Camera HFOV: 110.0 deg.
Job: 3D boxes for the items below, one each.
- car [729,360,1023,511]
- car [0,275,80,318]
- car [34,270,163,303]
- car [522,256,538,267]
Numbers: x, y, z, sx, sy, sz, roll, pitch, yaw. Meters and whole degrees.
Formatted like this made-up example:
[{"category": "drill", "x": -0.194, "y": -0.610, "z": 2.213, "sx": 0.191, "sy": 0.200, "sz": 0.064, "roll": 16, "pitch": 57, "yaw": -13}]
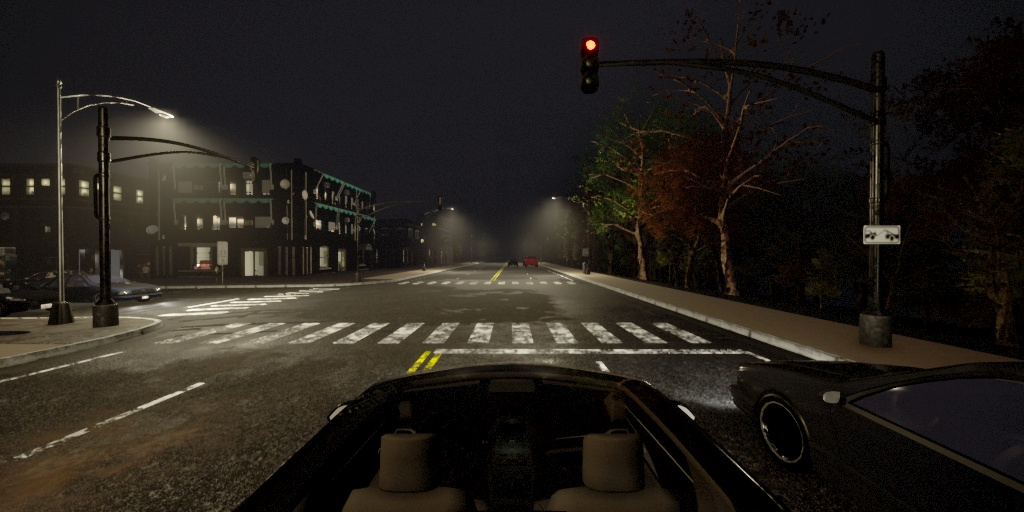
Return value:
[{"category": "car", "x": 3.326, "y": 1.297, "z": 1.696, "sx": 2.033, "sy": 1.411, "sz": 5.357, "roll": 0, "pitch": 0, "yaw": 3}, {"category": "car", "x": -19.931, "y": 1.565, "z": 13.688, "sx": 4.313, "sy": 1.339, "sz": 1.948, "roll": 0, "pitch": 0, "yaw": 0}, {"category": "car", "x": -19.282, "y": 1.511, "z": 16.413, "sx": 5.357, "sy": 1.411, "sz": 2.033, "roll": -1, "pitch": 1, "yaw": 3}, {"category": "car", "x": 3.440, "y": 0.948, "z": 63.902, "sx": 2.150, "sy": 2.045, "sz": 5.566, "roll": 0, "pitch": 0, "yaw": 0}]
